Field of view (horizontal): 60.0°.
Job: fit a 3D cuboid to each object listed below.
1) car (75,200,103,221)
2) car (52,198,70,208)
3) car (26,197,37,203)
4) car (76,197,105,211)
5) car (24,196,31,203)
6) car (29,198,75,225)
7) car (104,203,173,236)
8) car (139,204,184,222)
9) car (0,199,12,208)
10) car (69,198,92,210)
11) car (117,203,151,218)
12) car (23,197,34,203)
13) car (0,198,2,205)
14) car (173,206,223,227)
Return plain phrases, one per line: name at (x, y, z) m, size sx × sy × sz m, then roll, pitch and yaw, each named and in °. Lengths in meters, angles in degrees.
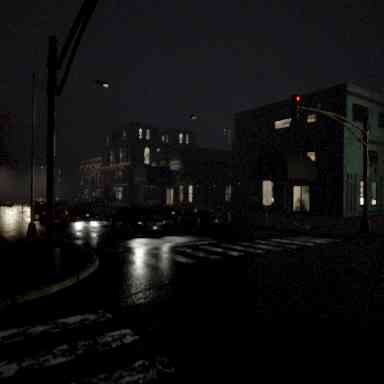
car at (-9.308, 1.659, 27.713) m, size 1.994 × 1.385 × 4.181 m, roll 1°, pitch -1°, yaw -35°
car at (-22.402, 1.765, 56.762) m, size 1.967 × 1.590 × 4.097 m, roll 1°, pitch -1°, yaw -35°
car at (-18.979, 1.669, 41.737) m, size 2.128 × 1.511 × 4.902 m, roll 1°, pitch -1°, yaw -34°
car at (-12.844, 1.561, 43.127) m, size 2.192 × 1.841 × 5.009 m, roll 1°, pitch -1°, yaw -35°
car at (-38.215, 1.775, 79.572) m, size 2.192 × 1.841 × 5.009 m, roll 1°, pitch -1°, yaw -35°
car at (-10.416, 1.488, 24.542) m, size 1.967 × 1.590 × 4.097 m, roll 1°, pitch -1°, yaw -35°
car at (-3.156, 1.571, 18.890) m, size 1.812 × 1.442 × 4.674 m, roll 1°, pitch -1°, yaw -33°
car at (-2.714, 1.729, 28.593) m, size 1.947 × 1.339 × 4.313 m, roll 1°, pitch -1°, yaw -35°
car at (-29.191, 1.732, 51.845) m, size 1.752 × 1.417 × 4.829 m, roll 1°, pitch -1°, yaw -35°
car at (-16.035, 1.713, 47.669) m, size 1.967 × 1.590 × 4.097 m, roll 1°, pitch -1°, yaw -35°
car at (-5.837, 1.771, 33.096) m, size 1.802 × 1.307 × 4.206 m, roll 1°, pitch -1°, yaw -35°
car at (-41.380, 2.038, 84.131) m, size 2.008 × 1.369 × 4.403 m, roll 1°, pitch -1°, yaw -35°
car at (-38.776, 1.854, 65.670) m, size 1.947 × 1.339 × 4.313 m, roll 1°, pitch -1°, yaw -35°
car at (0.410, 1.689, 24.088) m, size 2.008 × 1.369 × 4.403 m, roll 1°, pitch -1°, yaw -35°
